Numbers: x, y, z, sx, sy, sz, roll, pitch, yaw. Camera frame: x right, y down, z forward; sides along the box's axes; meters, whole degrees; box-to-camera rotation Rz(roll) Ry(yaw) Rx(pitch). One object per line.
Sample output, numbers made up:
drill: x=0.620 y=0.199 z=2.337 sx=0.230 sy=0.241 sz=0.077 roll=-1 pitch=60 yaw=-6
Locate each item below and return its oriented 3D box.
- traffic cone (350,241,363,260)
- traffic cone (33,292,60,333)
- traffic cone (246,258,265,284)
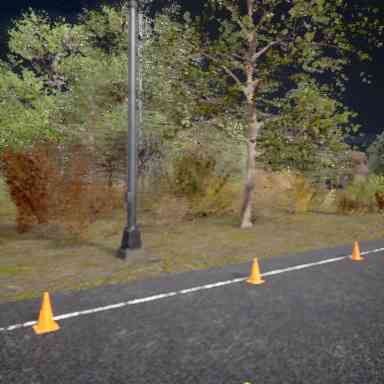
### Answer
traffic cone: x=5.621 y=1.990 z=11.389 sx=0.340 sy=0.580 sz=0.340 roll=0 pitch=0 yaw=-37
traffic cone: x=-2.415 y=1.963 z=5.521 sx=0.340 sy=0.580 sz=0.340 roll=0 pitch=0 yaw=-36
traffic cone: x=1.615 y=1.977 z=8.440 sx=0.340 sy=0.580 sz=0.340 roll=0 pitch=0 yaw=-36
